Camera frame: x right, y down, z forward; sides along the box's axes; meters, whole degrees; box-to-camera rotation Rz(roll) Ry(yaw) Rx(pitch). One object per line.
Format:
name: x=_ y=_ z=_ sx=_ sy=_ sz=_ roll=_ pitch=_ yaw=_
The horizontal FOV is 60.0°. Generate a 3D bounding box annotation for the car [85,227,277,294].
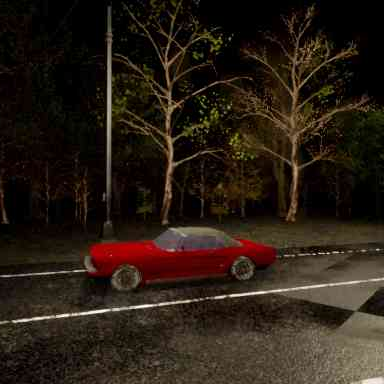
car: x=-0.311 y=1.609 z=8.647 sx=4.718 sy=1.301 sz=1.895 roll=0 pitch=0 yaw=-20
